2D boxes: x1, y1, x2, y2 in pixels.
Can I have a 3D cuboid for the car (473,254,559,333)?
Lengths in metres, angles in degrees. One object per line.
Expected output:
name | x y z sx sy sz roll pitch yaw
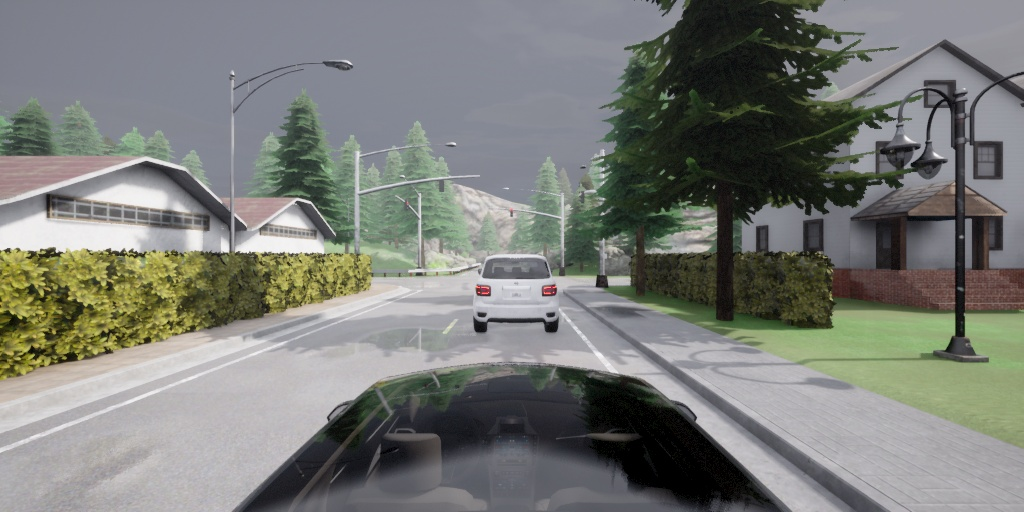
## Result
car | 0.105 0.971 10.923 2.150 2.045 5.566 0 0 0
